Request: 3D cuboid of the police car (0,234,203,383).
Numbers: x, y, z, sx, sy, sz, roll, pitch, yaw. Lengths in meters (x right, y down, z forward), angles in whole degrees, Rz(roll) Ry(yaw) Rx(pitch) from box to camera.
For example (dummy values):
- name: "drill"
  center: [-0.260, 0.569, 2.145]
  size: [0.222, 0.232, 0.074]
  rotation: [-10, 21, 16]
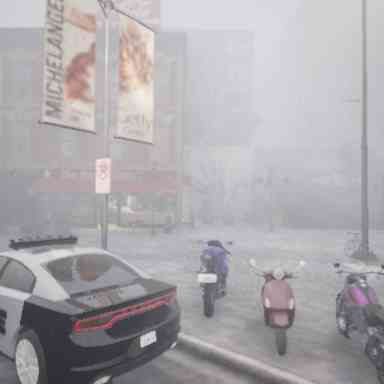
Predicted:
- name: "police car"
  center: [-2.551, 1.551, 5.540]
  size: [5.238, 1.638, 1.930]
  rotation: [-1, -2, 38]
